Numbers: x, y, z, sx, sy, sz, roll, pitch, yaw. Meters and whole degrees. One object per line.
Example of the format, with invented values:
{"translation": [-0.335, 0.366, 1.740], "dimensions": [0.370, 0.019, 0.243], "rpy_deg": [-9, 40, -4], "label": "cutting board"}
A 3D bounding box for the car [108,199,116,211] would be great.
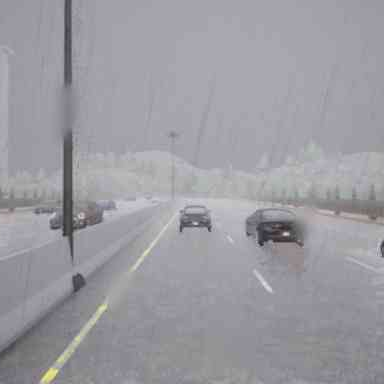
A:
{"translation": [-10.397, 1.520, 39.979], "dimensions": [1.812, 1.442, 4.674], "rpy_deg": [0, 0, 0], "label": "car"}

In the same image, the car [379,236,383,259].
{"translation": [7.142, 1.531, 9.130], "dimensions": [1.812, 1.442, 4.674], "rpy_deg": [0, 0, 0], "label": "car"}

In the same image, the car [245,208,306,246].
{"translation": [3.669, 1.481, 15.393], "dimensions": [1.882, 1.535, 5.008], "rpy_deg": [0, 0, 0], "label": "car"}

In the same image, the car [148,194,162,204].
{"translation": [-6.718, 1.541, 63.266], "dimensions": [1.812, 1.442, 4.674], "rpy_deg": [0, 0, 1], "label": "car"}

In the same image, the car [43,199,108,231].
{"translation": [-7.003, 1.348, 20.622], "dimensions": [2.097, 1.767, 4.553], "rpy_deg": [0, 0, 0], "label": "car"}

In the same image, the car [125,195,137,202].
{"translation": [-13.643, 1.363, 74.181], "dimensions": [2.097, 1.767, 4.553], "rpy_deg": [0, 0, 0], "label": "car"}

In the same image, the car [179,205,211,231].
{"translation": [0.193, 1.526, 20.368], "dimensions": [1.812, 1.442, 4.674], "rpy_deg": [0, 0, 0], "label": "car"}

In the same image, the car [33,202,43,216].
{"translation": [-13.937, 1.497, 33.085], "dimensions": [1.837, 1.490, 4.892], "rpy_deg": [0, 0, 0], "label": "car"}

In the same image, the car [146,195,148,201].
{"translation": [-10.108, 1.301, 81.282], "dimensions": [1.882, 1.535, 5.008], "rpy_deg": [0, 0, 0], "label": "car"}
